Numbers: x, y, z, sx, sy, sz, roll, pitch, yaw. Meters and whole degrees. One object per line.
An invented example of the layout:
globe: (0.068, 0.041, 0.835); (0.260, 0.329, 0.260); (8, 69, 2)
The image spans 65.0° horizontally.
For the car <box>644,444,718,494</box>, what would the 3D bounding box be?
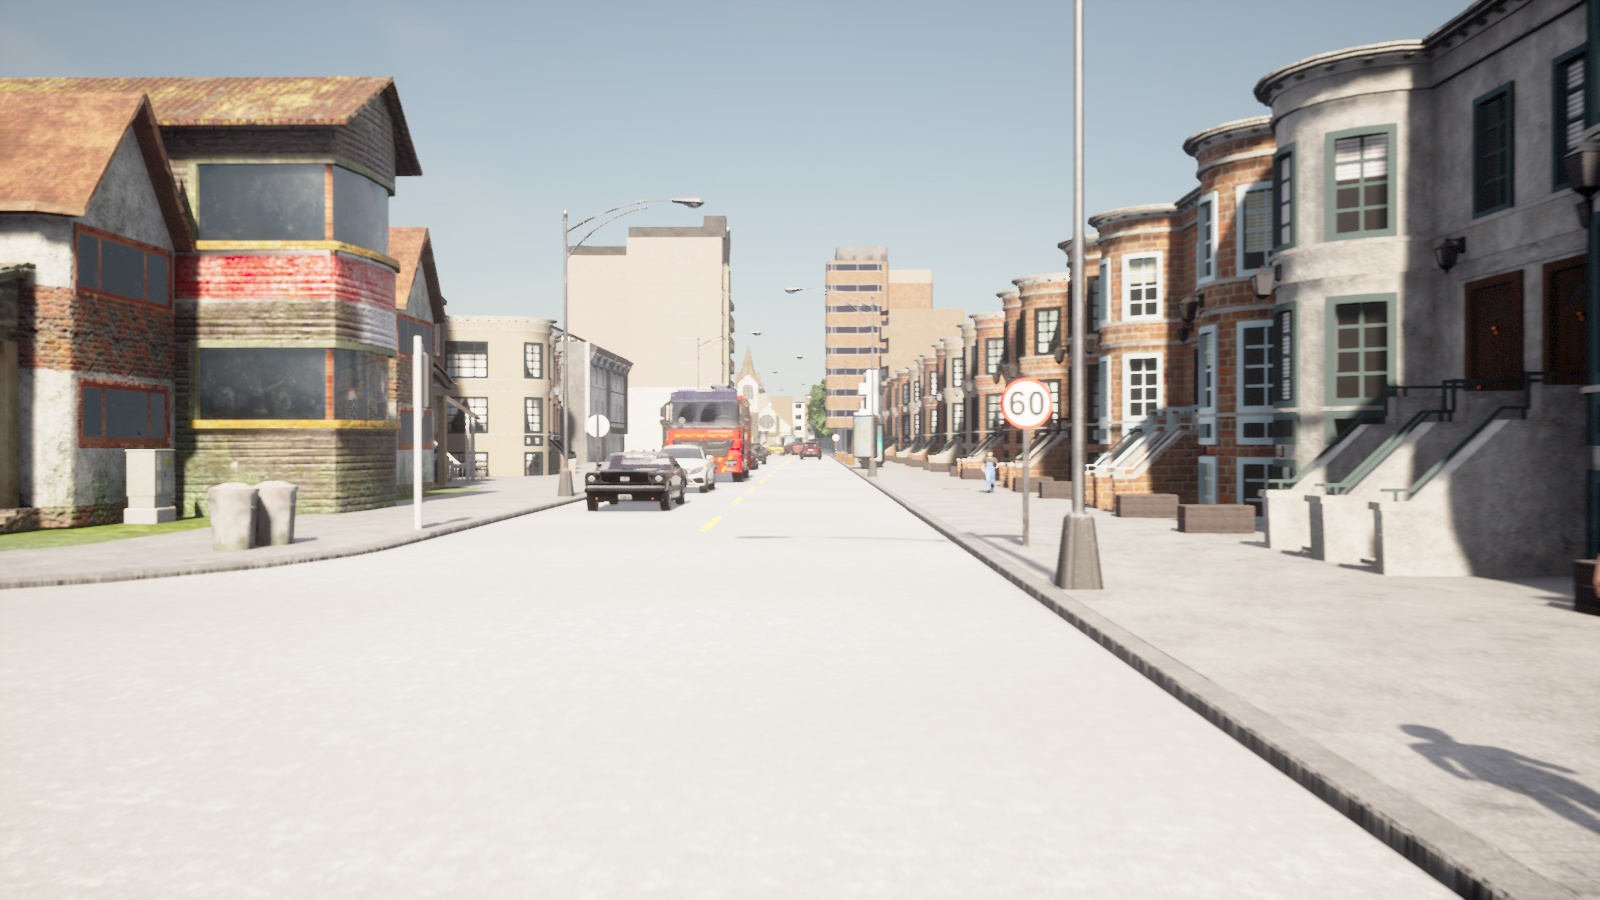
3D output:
car: (-3.626, 0.552, 38.885); (1.812, 1.442, 4.674); (0, 0, 1)

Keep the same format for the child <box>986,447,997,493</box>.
child: (5.221, 0.544, 34.297); (0.270, 1.263, 0.437); (0, 0, 6)

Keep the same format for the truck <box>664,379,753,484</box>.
truck: (-3.517, -0.704, 50.429); (2.891, 3.827, 8.468); (0, 0, 1)

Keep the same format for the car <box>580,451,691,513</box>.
car: (-3.714, 0.682, 29.093); (1.895, 1.301, 4.718); (0, 0, 1)

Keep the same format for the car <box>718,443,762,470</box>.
car: (-3.327, 0.348, 70.496); (2.163, 1.488, 4.792); (0, 0, 1)

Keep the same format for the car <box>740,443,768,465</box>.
car: (-3.172, 0.267, 87.169); (1.816, 1.474, 4.193); (0, 0, 1)
